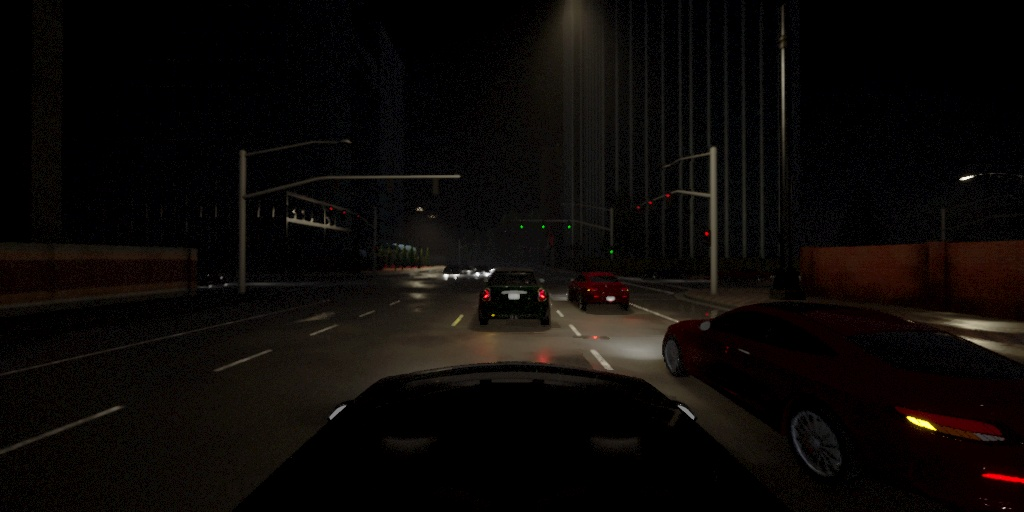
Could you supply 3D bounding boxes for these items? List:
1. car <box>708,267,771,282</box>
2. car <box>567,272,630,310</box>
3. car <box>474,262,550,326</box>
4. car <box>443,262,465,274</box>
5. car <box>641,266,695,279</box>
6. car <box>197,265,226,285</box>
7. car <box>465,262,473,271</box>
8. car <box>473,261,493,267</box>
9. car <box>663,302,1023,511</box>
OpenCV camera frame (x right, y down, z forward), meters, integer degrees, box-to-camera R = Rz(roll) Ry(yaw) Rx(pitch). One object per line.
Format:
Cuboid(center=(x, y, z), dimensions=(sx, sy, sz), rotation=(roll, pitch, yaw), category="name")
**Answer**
Cuboid(center=(20.435, 1.608, 32.419), dimensions=(4.718, 1.301, 1.895), rotation=(0, 0, -1), category="car")
Cuboid(center=(3.555, 1.389, 15.252), dimensions=(1.812, 1.442, 4.674), rotation=(0, -1, 0), category="car")
Cuboid(center=(0.064, 1.189, 12.246), dimensions=(2.097, 1.767, 4.553), rotation=(0, -1, 0), category="car")
Cuboid(center=(-7.843, 1.701, 47.889), dimensions=(1.994, 1.385, 4.181), rotation=(0, 0, -1), category="car")
Cuboid(center=(15.517, 1.637, 35.876), dimensions=(4.718, 1.301, 1.895), rotation=(0, 0, 0), category="car")
Cuboid(center=(-25.408, 1.464, 28.301), dimensions=(4.902, 1.511, 2.128), rotation=(0, 0, -1), category="car")
Cuboid(center=(-8.027, 1.776, 61.459), dimensions=(1.812, 1.442, 4.674), rotation=(0, 0, -1), category="car")
Cuboid(center=(-4.333, 1.784, 53.394), dimensions=(1.895, 1.301, 4.718), rotation=(0, 0, -1), category="car")
Cuboid(center=(3.589, 1.299, 4.478), dimensions=(1.812, 1.442, 4.674), rotation=(0, 0, 0), category="car")
